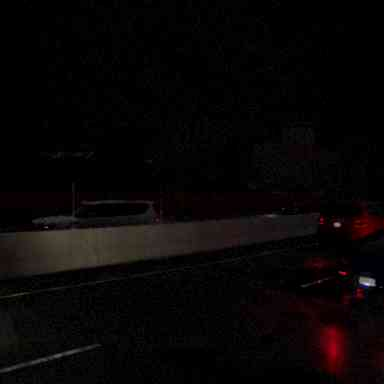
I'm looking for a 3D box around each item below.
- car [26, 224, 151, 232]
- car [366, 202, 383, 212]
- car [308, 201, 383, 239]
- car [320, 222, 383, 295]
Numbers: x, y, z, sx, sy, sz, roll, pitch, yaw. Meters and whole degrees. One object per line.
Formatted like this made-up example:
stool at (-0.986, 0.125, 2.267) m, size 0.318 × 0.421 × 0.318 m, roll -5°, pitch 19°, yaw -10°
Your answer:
car at (-3.975, 1.354, 14.213) m, size 5.566 × 2.045 × 2.150 m, roll 1°, pitch 0°, yaw -39°
car at (28.569, 2.210, 51.114) m, size 4.181 × 1.385 × 1.994 m, roll 1°, pitch -1°, yaw -45°
car at (7.635, 1.407, 14.909) m, size 5.566 × 2.045 × 2.150 m, roll 1°, pitch -1°, yaw -44°
car at (5.214, 1.632, 8.082) m, size 4.674 × 1.442 × 1.812 m, roll 1°, pitch -1°, yaw -41°
